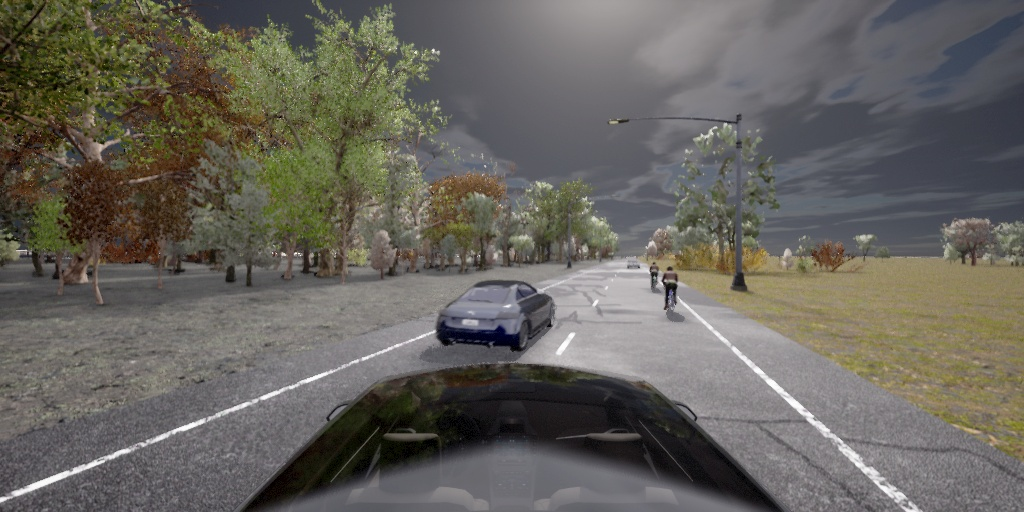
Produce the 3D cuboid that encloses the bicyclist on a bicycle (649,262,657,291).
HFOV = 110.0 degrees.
[{"bbox_3d":[8.309,1.187,20.956,0.582,1.620,1.656,0,0,18],"label":"bicyclist on a bicycle"}]

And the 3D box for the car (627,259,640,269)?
[{"bbox_3d":[19.167,1.307,56.579,1.895,1.301,4.718,0,0,18],"label":"car"}]

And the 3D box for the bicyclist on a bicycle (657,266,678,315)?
[{"bbox_3d":[5.503,1.194,12.460,0.582,1.620,1.656,0,0,18],"label":"bicyclist on a bicycle"}]

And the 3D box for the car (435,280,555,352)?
[{"bbox_3d":[-0.198,1.307,9.110,1.994,1.385,4.181,0,0,18],"label":"car"}]
